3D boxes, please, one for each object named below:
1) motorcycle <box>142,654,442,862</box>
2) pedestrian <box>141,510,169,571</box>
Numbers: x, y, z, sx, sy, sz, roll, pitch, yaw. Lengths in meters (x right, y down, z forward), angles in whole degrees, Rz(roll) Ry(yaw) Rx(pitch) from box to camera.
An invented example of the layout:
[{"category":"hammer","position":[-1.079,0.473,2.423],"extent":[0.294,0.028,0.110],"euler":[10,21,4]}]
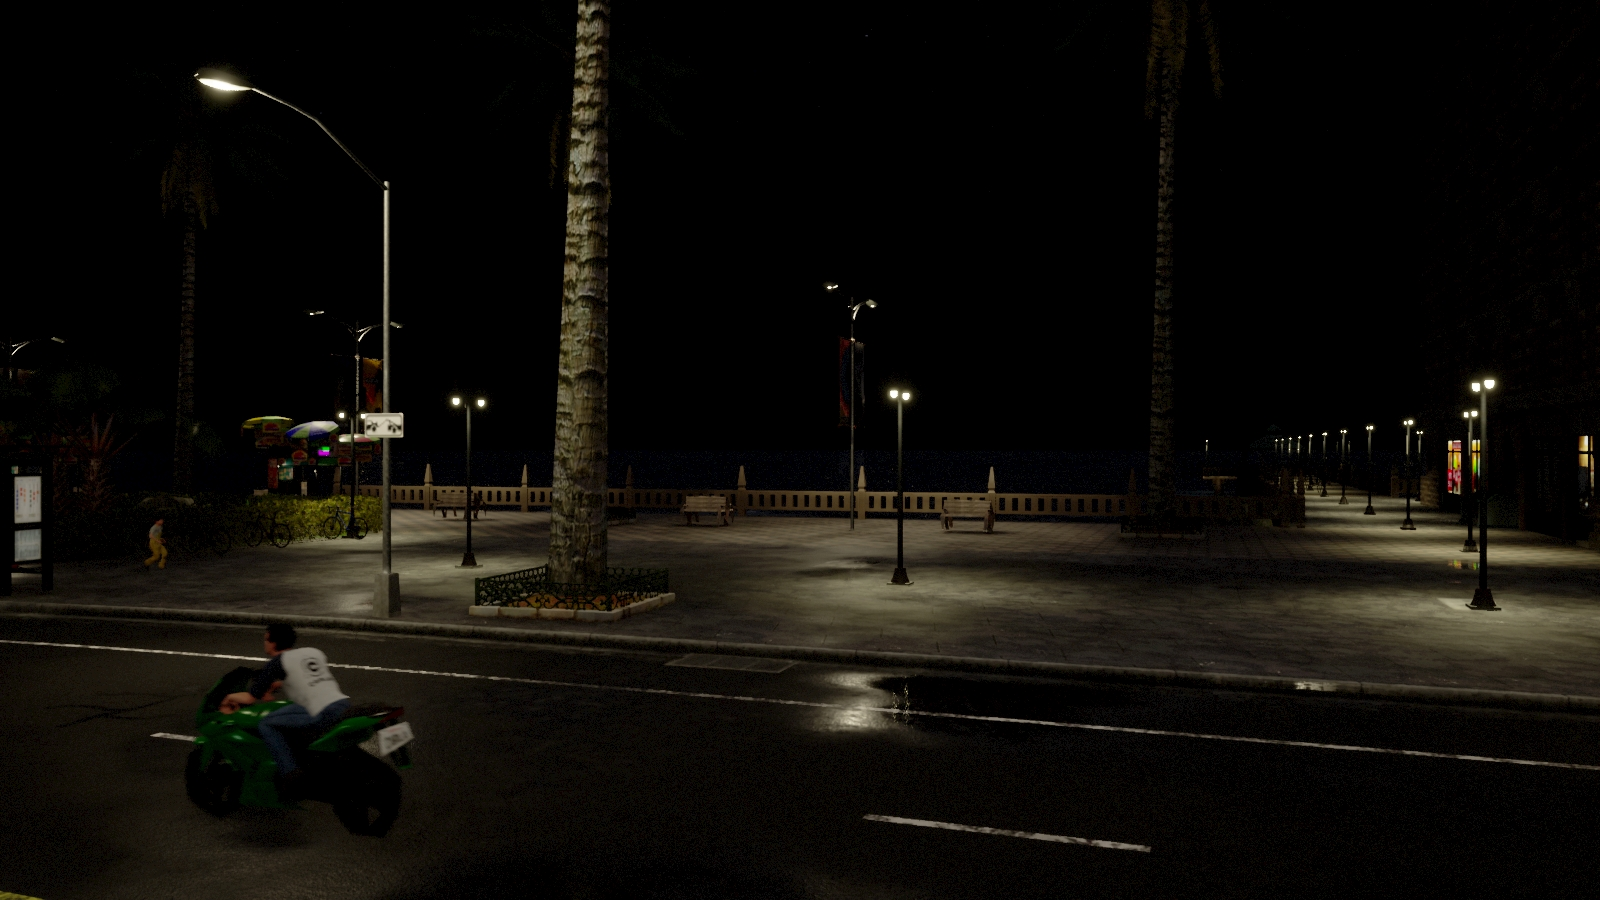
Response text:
[{"category":"motorcycle","position":[-3.756,2.213,8.457],"extent":[2.033,1.145,0.803],"euler":[0,1,20]},{"category":"pedestrian","position":[-14.170,1.978,25.109],"extent":[0.375,1.300,0.375],"euler":[0,0,5]}]
